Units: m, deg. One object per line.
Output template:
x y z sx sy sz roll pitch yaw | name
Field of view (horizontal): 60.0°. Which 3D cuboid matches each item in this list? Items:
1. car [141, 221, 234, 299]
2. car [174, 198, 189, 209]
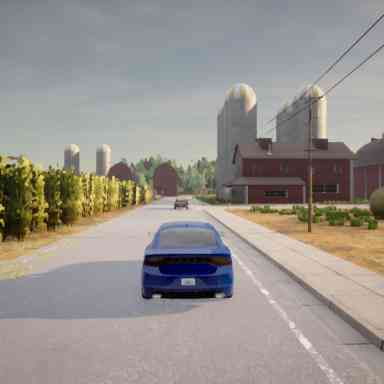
-0.141 1.478 8.510 1.882 1.535 5.008 0 0 -2 | car
-1.435 1.489 44.136 2.128 1.511 4.902 0 0 -2 | car
